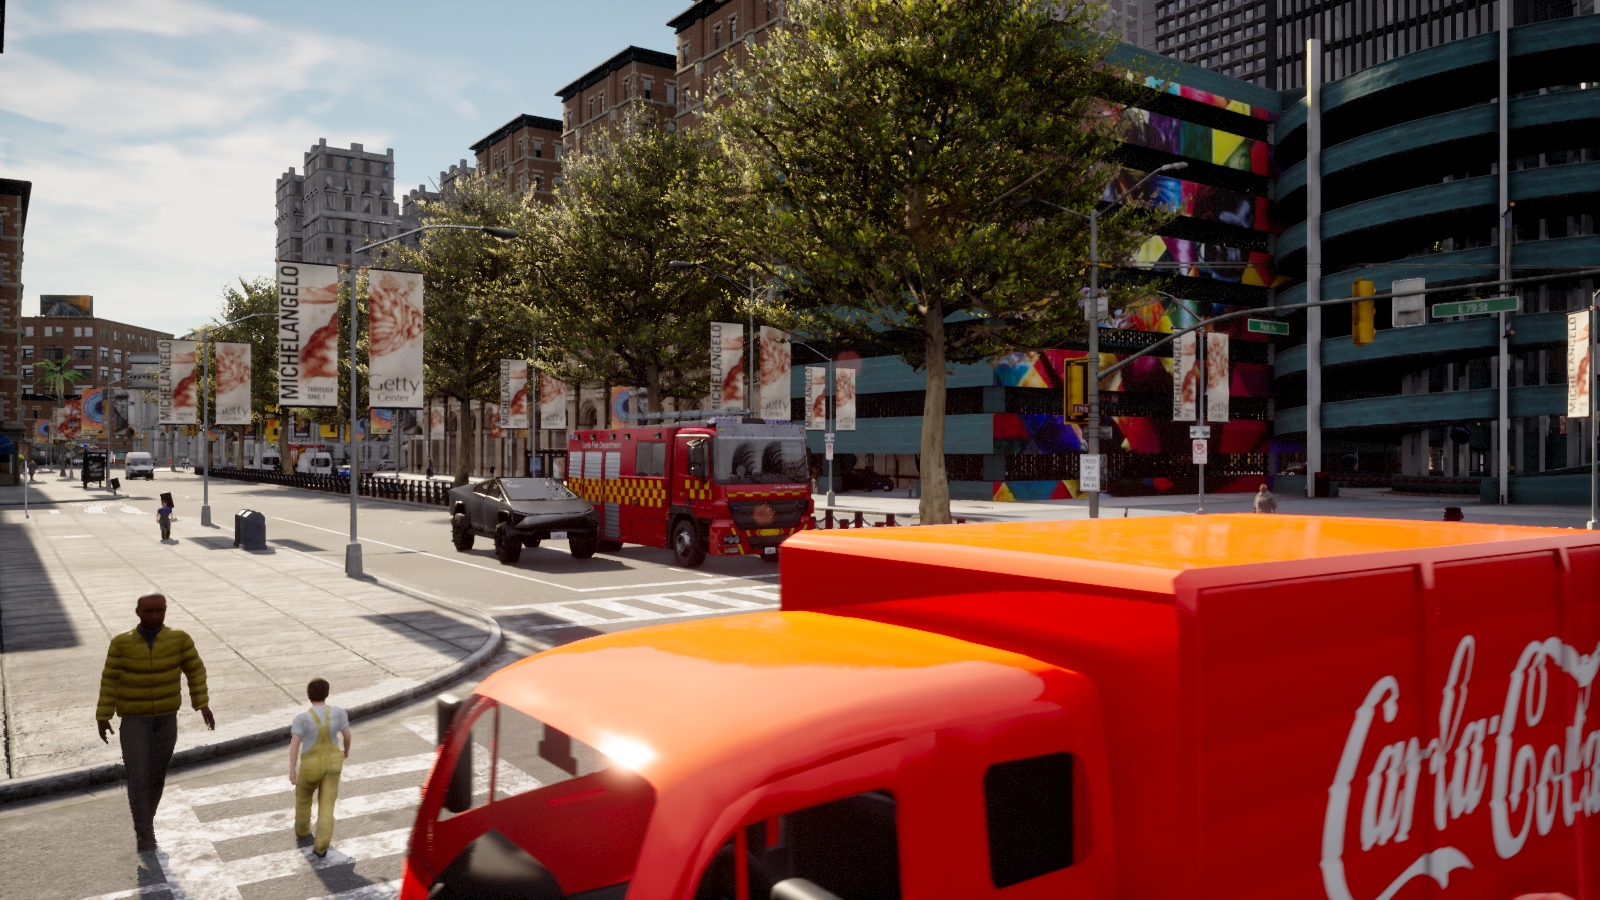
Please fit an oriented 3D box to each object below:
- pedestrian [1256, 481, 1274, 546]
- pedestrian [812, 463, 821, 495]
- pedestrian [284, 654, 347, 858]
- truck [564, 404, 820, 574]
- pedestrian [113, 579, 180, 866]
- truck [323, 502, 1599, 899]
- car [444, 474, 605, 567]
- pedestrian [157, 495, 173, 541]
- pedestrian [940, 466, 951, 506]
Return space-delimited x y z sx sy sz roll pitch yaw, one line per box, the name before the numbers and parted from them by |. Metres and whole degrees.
pedestrian | 13.464 1.839 33.084 0.375 1.860 0.375 0 0 -41
pedestrian | 0.945 1.682 67.054 0.375 1.860 0.375 0 0 -33
pedestrian | -3.405 2.127 8.026 0.375 1.300 0.375 0 0 -28
truck | -3.137 0.885 30.043 2.891 3.827 8.468 0 0 -35
pedestrian | -4.513 1.848 7.886 0.375 1.860 0.375 0 0 -35
truck | 1.147 1.565 4.586 5.204 2.467 2.627 0 0 -35
car | -7.523 1.749 30.614 2.390 2.098 6.274 0 0 -31
pedestrian | -18.451 1.974 33.202 0.375 1.300 0.375 0 0 -33
pedestrian | 6.834 1.683 53.748 0.375 1.860 0.375 0 0 -33
